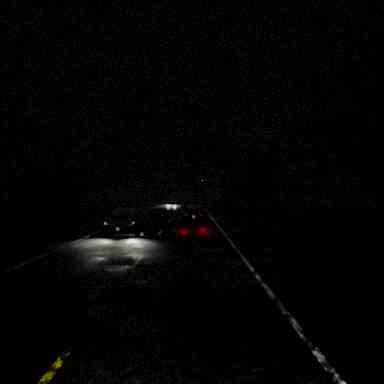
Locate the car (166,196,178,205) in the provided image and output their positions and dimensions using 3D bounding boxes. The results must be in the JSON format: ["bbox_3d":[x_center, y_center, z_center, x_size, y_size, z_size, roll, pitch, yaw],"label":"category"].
[{"bbox_3d":[-3.577,1.475,60.229,2.128,1.511,4.902,0,0,1],"label":"car"}]

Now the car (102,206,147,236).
[{"bbox_3d":[-3.612,1.524,18.491,1.812,1.442,4.674,0,0,0],"label":"car"}]

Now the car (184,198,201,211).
[{"bbox_3d":[0.069,1.540,41.876,2.033,1.411,5.357,0,0,0],"label":"car"}]

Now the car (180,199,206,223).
[{"bbox_3d":[0.084,1.524,25.229,1.812,1.442,4.674,0,0,-1],"label":"car"}]
